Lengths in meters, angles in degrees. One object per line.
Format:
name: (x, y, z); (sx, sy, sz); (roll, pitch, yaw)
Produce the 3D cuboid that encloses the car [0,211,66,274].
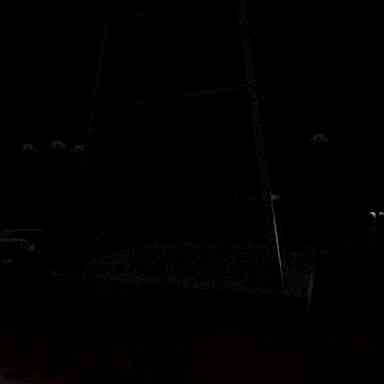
car: (-5.698, 1.644, 11.552); (1.905, 1.878, 3.866); (-1, -1, -8)
